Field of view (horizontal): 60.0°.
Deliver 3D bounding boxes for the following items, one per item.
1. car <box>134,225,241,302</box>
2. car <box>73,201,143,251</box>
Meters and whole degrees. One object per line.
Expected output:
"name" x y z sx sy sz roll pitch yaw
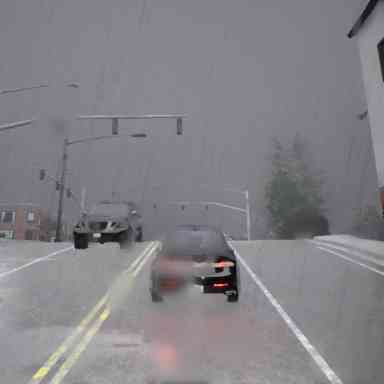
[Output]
"car" 0.074 1.595 8.511 2.128 1.511 4.902 0 -1 0
"car" -3.618 1.438 15.403 2.150 2.045 5.566 0 -3 0
